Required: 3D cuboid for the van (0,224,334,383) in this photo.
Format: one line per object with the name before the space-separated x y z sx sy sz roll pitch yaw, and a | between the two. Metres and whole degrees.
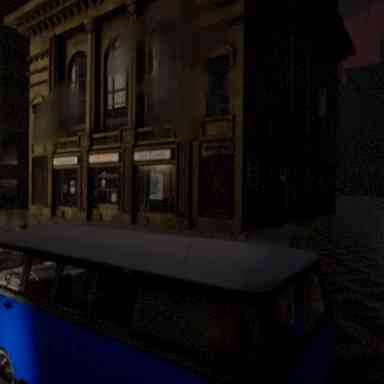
van | -0.655 1.315 3.431 3.998 1.788 1.690 1 1 36
